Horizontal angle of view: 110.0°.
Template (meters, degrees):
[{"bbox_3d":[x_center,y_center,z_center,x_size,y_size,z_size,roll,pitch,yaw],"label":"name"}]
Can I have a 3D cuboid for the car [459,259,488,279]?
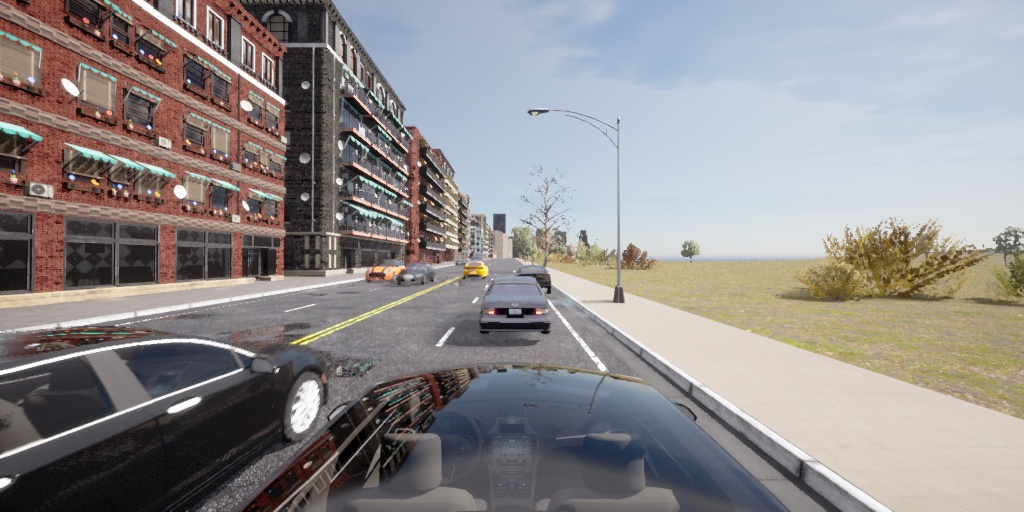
[{"bbox_3d":[-3.195,1.230,32.070,1.882,1.535,5.008,0,-1,0],"label":"car"}]

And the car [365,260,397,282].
[{"bbox_3d":[-9.891,1.104,28.474,2.097,1.767,4.553,0,0,0],"label":"car"}]

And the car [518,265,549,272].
[{"bbox_3d":[1.109,1.230,20.361,1.882,1.535,5.008,0,0,0],"label":"car"}]

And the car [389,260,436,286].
[{"bbox_3d":[-6.636,1.244,25.293,2.128,1.511,4.902,0,0,0],"label":"car"}]

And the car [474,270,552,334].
[{"bbox_3d":[0.089,1.299,10.597,2.033,1.411,5.357,0,0,0],"label":"car"}]

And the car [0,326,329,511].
[{"bbox_3d":[-3.154,1.254,2.451,1.837,1.490,4.892,0,0,0],"label":"car"}]
